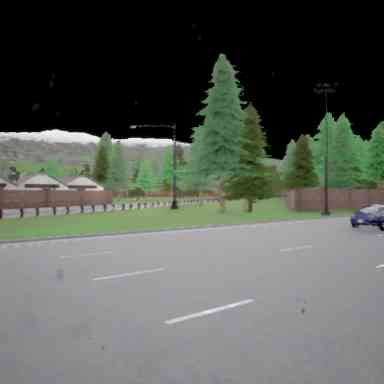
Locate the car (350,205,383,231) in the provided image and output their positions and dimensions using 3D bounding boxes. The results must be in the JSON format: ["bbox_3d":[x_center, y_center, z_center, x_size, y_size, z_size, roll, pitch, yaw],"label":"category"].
[{"bbox_3d":[11.666,1.537,20.675,4.674,1.442,1.812,0,0,-36],"label":"car"}]
